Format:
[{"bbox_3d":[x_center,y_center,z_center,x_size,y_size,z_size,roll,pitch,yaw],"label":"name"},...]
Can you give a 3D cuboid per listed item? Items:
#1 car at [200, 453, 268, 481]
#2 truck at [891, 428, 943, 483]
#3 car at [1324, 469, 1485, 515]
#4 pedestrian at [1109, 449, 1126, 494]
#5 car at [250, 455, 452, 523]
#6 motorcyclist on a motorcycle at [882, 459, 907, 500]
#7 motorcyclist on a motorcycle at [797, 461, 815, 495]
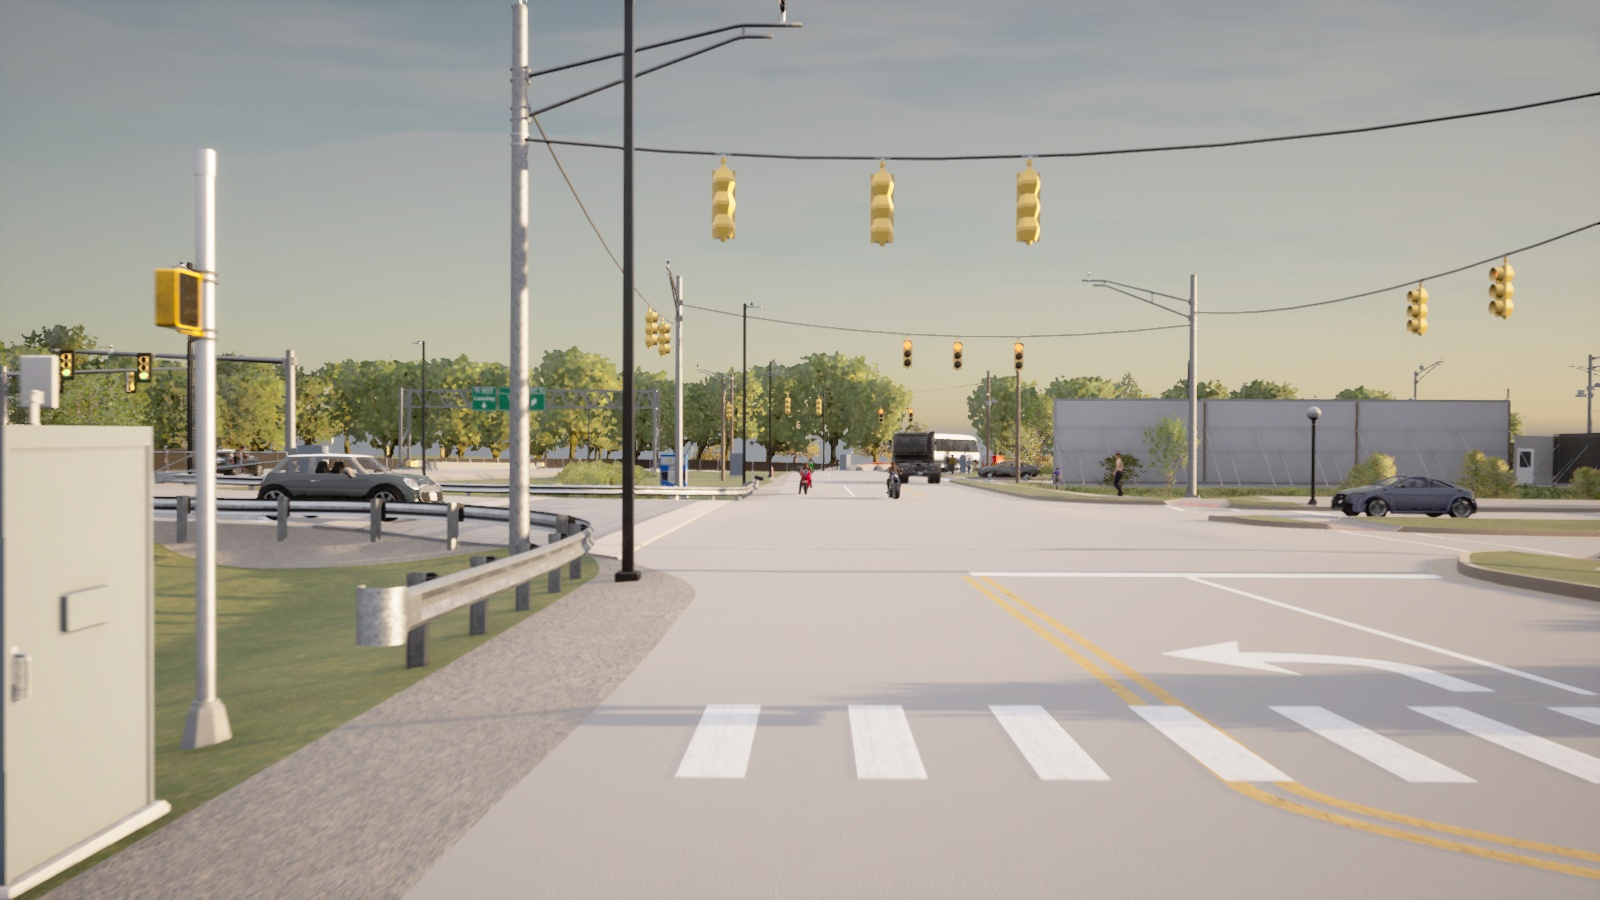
[{"bbox_3d":[-30.700,0.934,68.196,1.970,1.475,3.806,0,-1,1],"label":"car"},{"bbox_3d":[7.683,0.372,83.345,2.891,3.462,7.936,0,0,1],"label":"truck"},{"bbox_3d":[19.278,1.332,40.193,4.181,1.385,1.994,0,0,1],"label":"car"},{"bbox_3d":[13.179,0.878,52.060,0.594,1.836,0.345,0,1,41],"label":"pedestrian"},{"bbox_3d":[-10.043,0.864,28.292,3.806,1.475,1.970,0,-1,5],"label":"car"},{"bbox_3d":[3.964,1.222,52.840,0.766,1.649,2.350,0,0,-3],"label":"motorcyclist on a motorcycle"},{"bbox_3d":[0.280,1.292,58.294,0.797,1.523,2.044,0,0,1],"label":"motorcyclist on a motorcycle"}]
